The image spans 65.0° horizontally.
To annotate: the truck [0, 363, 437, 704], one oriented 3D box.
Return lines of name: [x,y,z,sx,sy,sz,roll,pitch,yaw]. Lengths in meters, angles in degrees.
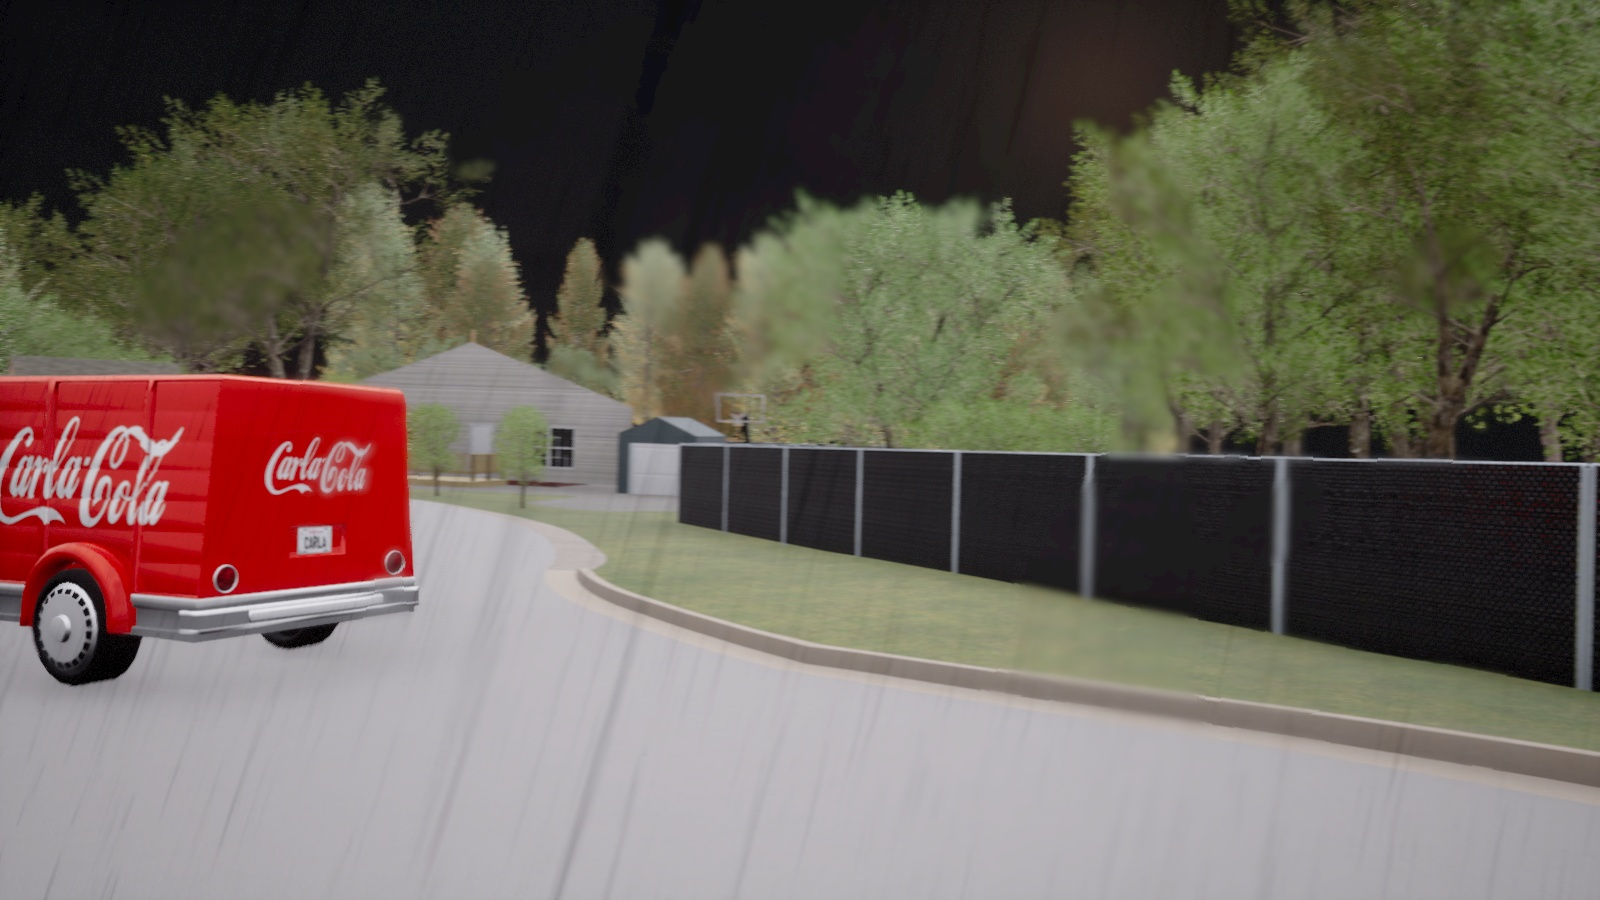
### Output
truck: [-6.259,0.596,11.337,5.204,2.467,2.627,1,-1,24]
